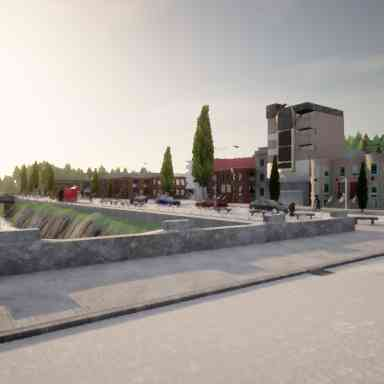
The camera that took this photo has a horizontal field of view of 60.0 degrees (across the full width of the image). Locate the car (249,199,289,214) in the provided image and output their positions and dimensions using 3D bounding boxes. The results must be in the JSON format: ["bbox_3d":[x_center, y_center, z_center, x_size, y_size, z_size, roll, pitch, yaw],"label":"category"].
[{"bbox_3d":[8.106,1.505,34.793,1.837,1.490,4.892,0,0,-35],"label":"car"}]

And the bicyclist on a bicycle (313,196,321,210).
[{"bbox_3d":[14.937,1.349,39.677,1.656,1.620,0.582,0,0,-35],"label":"bicyclist on a bicycle"}]

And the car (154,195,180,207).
[{"bbox_3d":[-3.663,1.478,51.391,1.882,1.535,5.008,0,0,-35],"label":"car"}]

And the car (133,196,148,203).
[{"bbox_3d":[-10.758,1.526,68.554,1.812,1.442,4.674,0,0,-36],"label":"car"}]

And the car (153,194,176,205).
[{"bbox_3d":[-5.033,1.352,60.513,2.097,1.767,4.553,0,0,-36],"label":"car"}]

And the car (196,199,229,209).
[{"bbox_3d":[2.561,1.601,42.595,1.895,1.301,4.718,0,0,-35],"label":"car"}]
